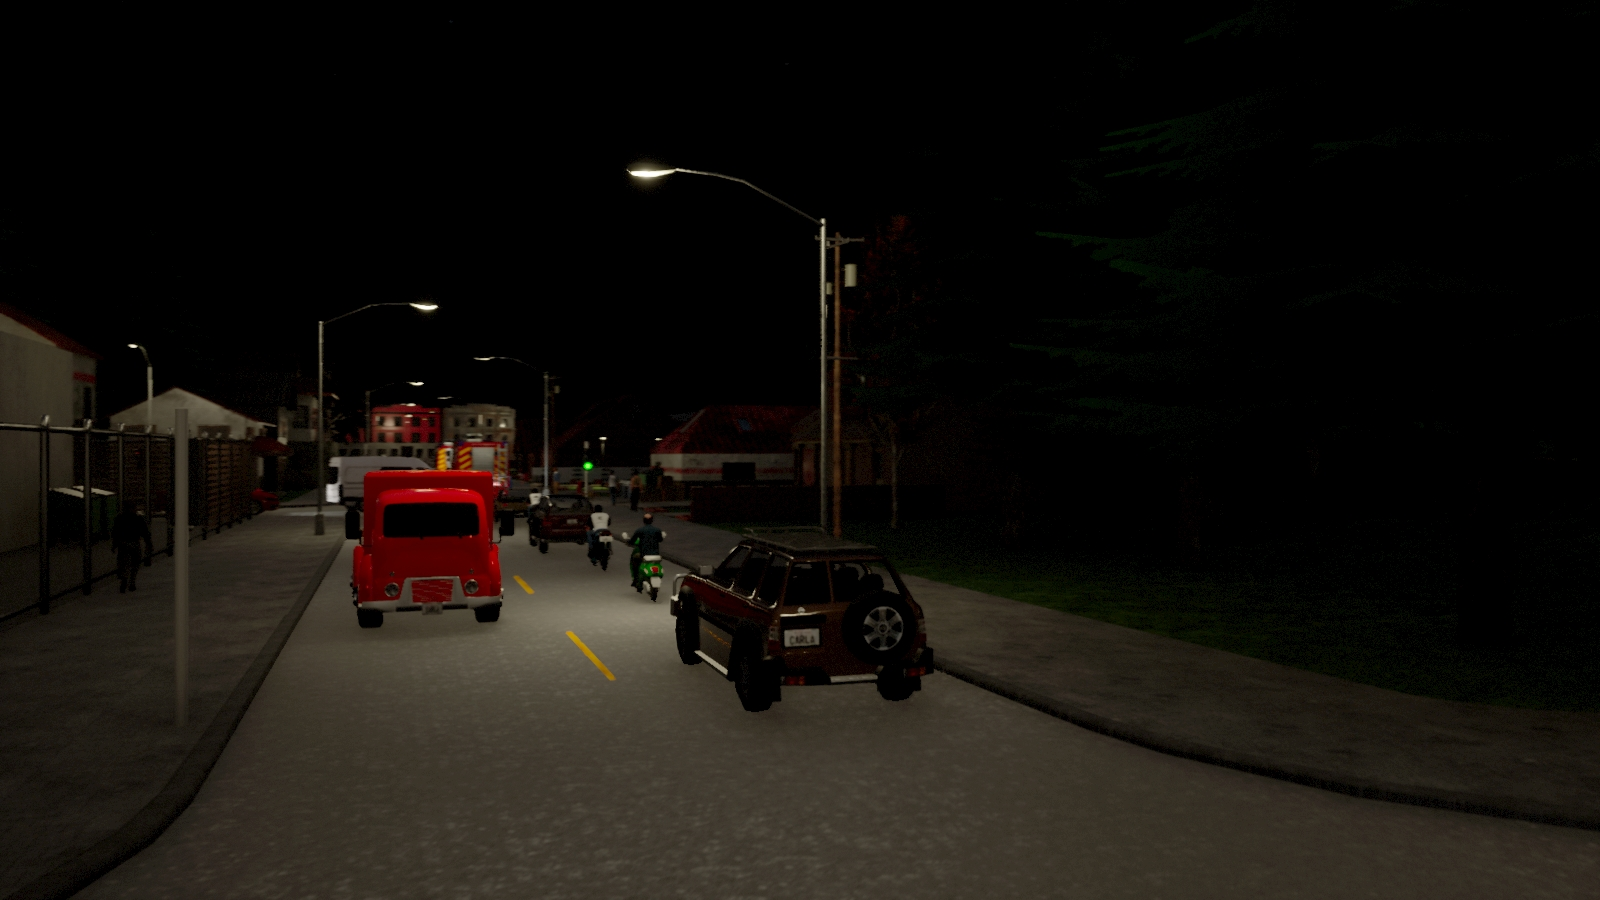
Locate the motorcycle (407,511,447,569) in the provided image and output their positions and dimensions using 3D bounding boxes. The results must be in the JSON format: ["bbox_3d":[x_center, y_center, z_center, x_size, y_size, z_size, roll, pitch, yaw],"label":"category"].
[{"bbox_3d":[-8.497,2.025,25.976,0.803,1.145,2.033,0,0,-20],"label":"motorcycle"}]

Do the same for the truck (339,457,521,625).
[{"bbox_3d":[-6.453,1.372,19.844,2.627,2.467,5.204,0,0,-19],"label":"truck"}]

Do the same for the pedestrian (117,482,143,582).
[{"bbox_3d":[-12.727,1.554,21.708,0.375,1.860,0.375,0,0,-19],"label":"pedestrian"}]

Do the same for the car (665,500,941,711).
[{"bbox_3d":[-0.189,1.661,13.887,1.932,1.855,4.605,0,0,-19],"label":"car"}]

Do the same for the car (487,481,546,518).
[{"bbox_3d":[-11.627,1.990,46.633,1.895,1.301,4.718,0,0,-19],"label":"car"}]

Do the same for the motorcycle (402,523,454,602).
[{"bbox_3d":[-6.711,1.987,20.561,0.856,1.236,1.805,0,0,-19],"label":"motorcycle"}]

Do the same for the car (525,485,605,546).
[{"bbox_3d":[-6.828,1.843,32.952,1.789,1.549,3.705,0,0,-19],"label":"car"}]
